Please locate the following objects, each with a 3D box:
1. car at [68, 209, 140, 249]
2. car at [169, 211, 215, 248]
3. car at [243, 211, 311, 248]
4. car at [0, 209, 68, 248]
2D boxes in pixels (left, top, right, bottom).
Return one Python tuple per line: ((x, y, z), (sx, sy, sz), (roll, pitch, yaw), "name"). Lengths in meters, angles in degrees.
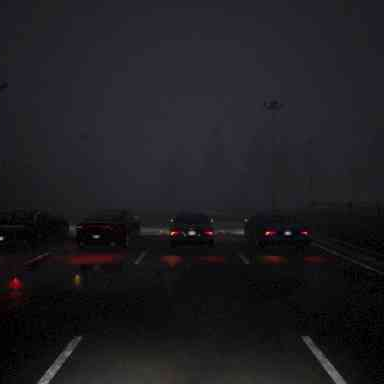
((-3.500, 1.484, 14.650), (1.882, 1.535, 5.008), (0, 0, 0), "car")
((0.000, 1.562, 14.650), (2.033, 1.411, 5.357), (0, 0, 0), "car")
((3.500, 1.562, 14.650), (2.033, 1.411, 5.357), (0, 0, 0), "car")
((-7.000, 1.494, 14.650), (2.128, 1.511, 4.902), (0, 0, 0), "car")
